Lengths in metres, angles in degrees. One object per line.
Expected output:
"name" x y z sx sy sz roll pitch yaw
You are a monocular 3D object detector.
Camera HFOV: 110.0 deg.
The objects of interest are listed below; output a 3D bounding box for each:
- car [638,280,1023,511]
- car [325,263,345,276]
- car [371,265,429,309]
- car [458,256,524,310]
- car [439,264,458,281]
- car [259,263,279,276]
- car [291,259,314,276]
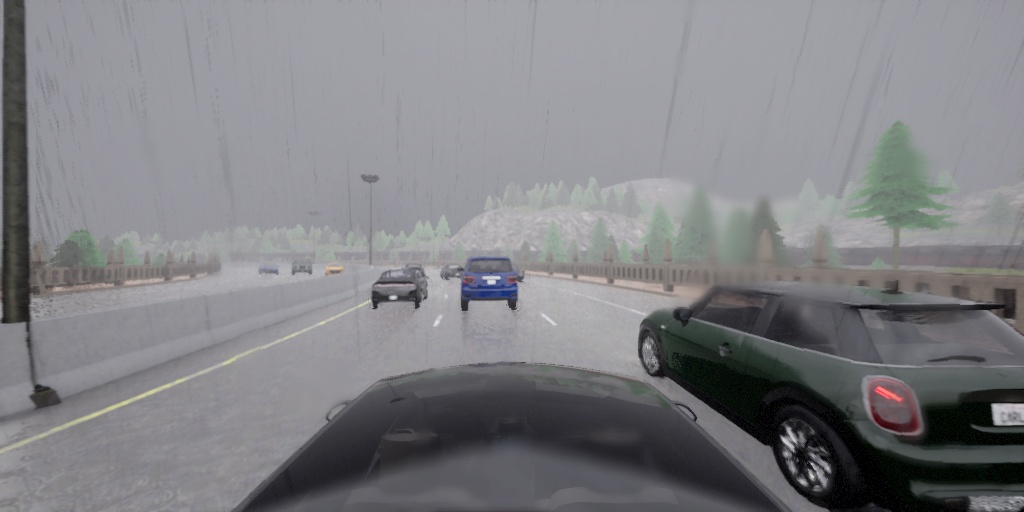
"car" 3.340 1.103 4.558 2.097 1.767 4.553 0 0 -2
"car" -20.803 1.551 42.132 1.882 1.535 5.008 0 -1 -27
"car" -4.729 1.315 15.526 2.128 1.511 4.902 0 0 -9
"car" -1.119 1.031 15.342 2.150 2.045 5.566 0 0 -8
"car" -5.443 1.444 33.035 1.812 1.442 4.674 0 0 -18
"car" -30.673 1.653 45.399 1.882 1.535 5.008 0 0 -32
"car" -26.375 1.357 45.120 2.150 2.045 5.566 0 0 -31
